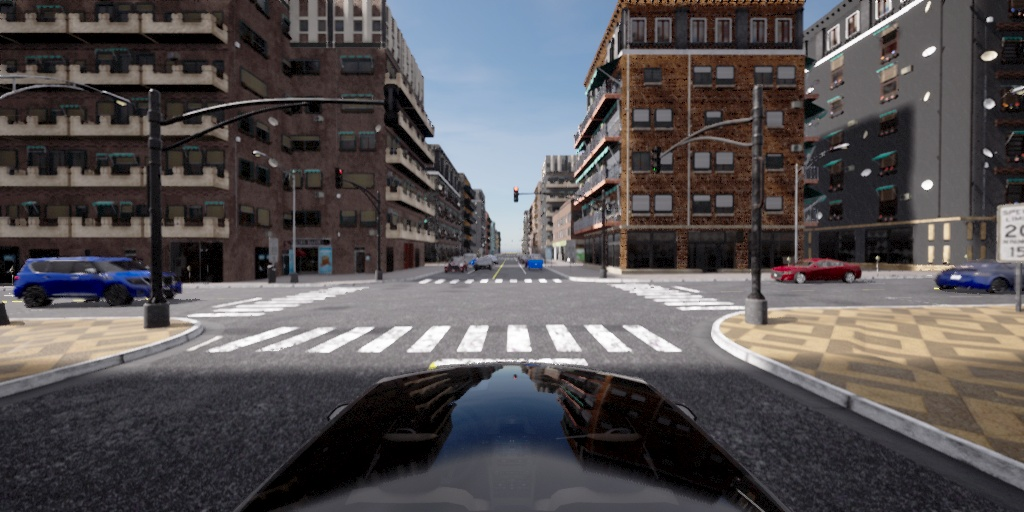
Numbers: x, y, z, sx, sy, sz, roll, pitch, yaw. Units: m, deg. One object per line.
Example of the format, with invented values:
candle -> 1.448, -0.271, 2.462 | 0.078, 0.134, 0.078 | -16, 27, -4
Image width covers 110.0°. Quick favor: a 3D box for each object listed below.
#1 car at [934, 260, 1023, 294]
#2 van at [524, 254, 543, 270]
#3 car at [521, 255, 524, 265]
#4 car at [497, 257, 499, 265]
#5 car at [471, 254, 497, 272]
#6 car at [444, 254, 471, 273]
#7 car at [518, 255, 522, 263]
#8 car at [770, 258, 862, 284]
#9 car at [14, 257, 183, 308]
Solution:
car -> 21.209, 0.861, 15.517 | 4.181, 1.385, 1.994 | -1, 1, 0
van -> 2.592, 0.665, 40.872 | 1.690, 1.789, 3.998 | 0, 0, 0
car -> 2.541, 0.801, 47.075 | 1.888, 1.381, 4.507 | 0, 0, 0
car -> -2.963, 0.705, 56.028 | 2.033, 1.411, 5.357 | 0, 1, 0
car -> -2.937, 0.858, 38.161 | 1.837, 1.490, 4.892 | 0, 1, 0
car -> -5.534, 0.819, 35.891 | 1.967, 1.591, 4.097 | 0, 0, 0
car -> 2.419, 0.700, 58.236 | 1.948, 1.339, 4.313 | 0, 0, 0
car -> 17.550, 0.830, 20.827 | 4.507, 1.381, 1.888 | 0, 0, 0
car -> -17.601, 1.065, 15.403 | 5.566, 2.045, 2.150 | -1, 1, 0
